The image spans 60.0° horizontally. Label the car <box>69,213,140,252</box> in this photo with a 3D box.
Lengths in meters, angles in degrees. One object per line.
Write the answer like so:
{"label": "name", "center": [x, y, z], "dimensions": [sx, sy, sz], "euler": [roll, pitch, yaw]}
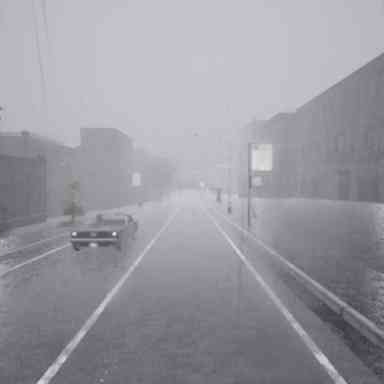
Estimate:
{"label": "car", "center": [-3.486, 1.578, 14.017], "dimensions": [1.895, 1.301, 4.718], "euler": [0, 0, 0]}
